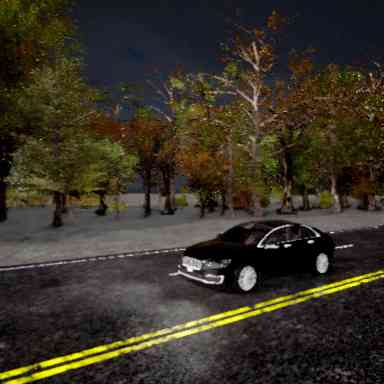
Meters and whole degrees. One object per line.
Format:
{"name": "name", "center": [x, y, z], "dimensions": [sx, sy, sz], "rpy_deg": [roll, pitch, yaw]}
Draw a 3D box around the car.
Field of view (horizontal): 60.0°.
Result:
{"name": "car", "center": [1.932, 1.546, 9.042], "dimensions": [4.892, 1.490, 1.837], "rpy_deg": [1, 0, -35]}
